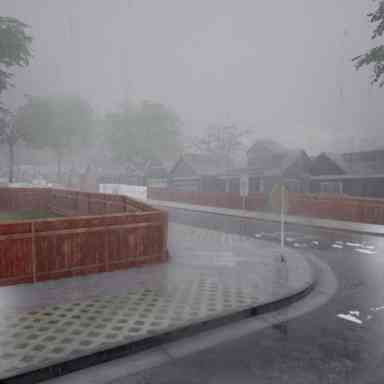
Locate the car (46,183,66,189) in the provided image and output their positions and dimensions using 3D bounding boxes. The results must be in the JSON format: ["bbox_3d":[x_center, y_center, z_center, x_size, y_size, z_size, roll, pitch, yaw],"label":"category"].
[{"bbox_3d":[-19.073,-0.441,46.657,2.097,1.767,4.553,1,2,-35],"label":"car"}]
